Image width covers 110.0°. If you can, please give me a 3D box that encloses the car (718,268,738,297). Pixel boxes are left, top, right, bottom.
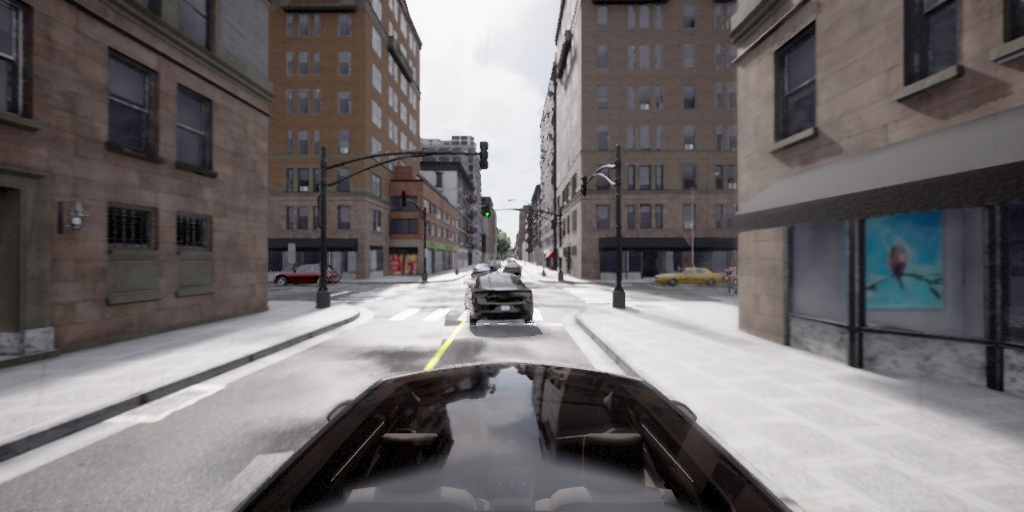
[{"bbox_3d":[12.521,1.395,16.771,4.403,1.370,2.007,0,0,1],"label":"car"}]

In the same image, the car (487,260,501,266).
[{"bbox_3d":[-3.079,1.379,51.508,2.097,1.767,4.553,0,0,0],"label":"car"}]

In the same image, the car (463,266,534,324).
[{"bbox_3d":[-0.610,1.291,12.341,1.882,1.535,5.008,0,0,-10],"label":"car"}]

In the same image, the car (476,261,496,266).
[{"bbox_3d":[-3.099,1.504,37.922,2.033,1.411,5.357,0,0,0],"label":"car"}]

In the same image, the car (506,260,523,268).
[{"bbox_3d":[0.097,1.461,37.823,1.837,1.490,4.892,0,0,0],"label":"car"}]

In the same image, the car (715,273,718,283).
[{"bbox_3d":[16.406,1.091,22.694,5.566,2.045,2.150,0,0,1],"label":"car"}]

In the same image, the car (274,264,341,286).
[{"bbox_3d":[-14.603,1.315,25.577,4.097,1.591,1.967,0,0,1],"label":"car"}]

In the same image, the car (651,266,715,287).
[{"bbox_3d":[12.421,1.405,25.298,4.829,1.417,1.751,0,0,1],"label":"car"}]
